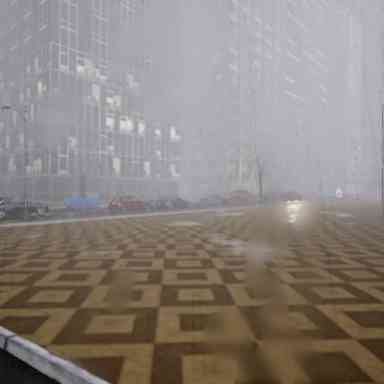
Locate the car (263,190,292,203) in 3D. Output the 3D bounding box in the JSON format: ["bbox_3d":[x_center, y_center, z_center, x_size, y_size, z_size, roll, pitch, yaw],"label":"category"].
[{"bbox_3d":[13.086,0.757,52.137,2.192,1.841,5.009,2,1,41],"label":"car"}]

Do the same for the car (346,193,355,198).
[{"bbox_3d":[35.659,0.770,77.742,2.008,1.369,4.403,2,1,41],"label":"car"}]

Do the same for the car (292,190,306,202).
[{"bbox_3d":[16.849,0.720,56.403,2.192,1.841,5.009,2,1,41],"label":"car"}]

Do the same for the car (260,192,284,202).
[{"bbox_3d":[13.794,0.860,57.005,1.882,1.535,5.008,1,1,42],"label":"car"}]

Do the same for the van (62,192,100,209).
[{"bbox_3d":[-12.089,0.867,36.441,1.690,1.788,3.998,2,1,41],"label":"van"}]

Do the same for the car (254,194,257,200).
[{"bbox_3d":[10.573,0.869,61.965,1.947,1.339,4.313,2,1,41],"label":"car"}]

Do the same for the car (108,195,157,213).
[{"bbox_3d":[-5.635,1.071,30.726,1.967,1.590,4.097,2,1,41],"label":"car"}]

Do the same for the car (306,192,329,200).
[{"bbox_3d":[24.484,0.854,65.068,1.752,1.417,4.829,2,1,41],"label":"car"}]

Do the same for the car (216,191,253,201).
[{"bbox_3d":[6.193,0.951,48.332,2.128,1.511,4.902,1,1,42],"label":"car"}]

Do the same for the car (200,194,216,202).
[{"bbox_3d":[3.047,0.943,53.431,1.947,1.339,4.313,2,1,41],"label":"car"}]

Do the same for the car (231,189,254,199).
[{"bbox_3d":[7.370,0.608,54.268,2.150,2.045,5.566,1,1,41],"label":"car"}]

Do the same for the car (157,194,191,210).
[{"bbox_3d":[-1.917,1.158,35.032,1.947,1.339,4.313,2,1,41],"label":"car"}]

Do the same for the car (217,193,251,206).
[{"bbox_3d":[5.558,1.099,43.608,1.802,1.307,4.206,2,1,41],"label":"car"}]

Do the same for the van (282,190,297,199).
[{"bbox_3d":[21.864,0.532,74.761,1.690,1.788,3.998,2,1,41],"label":"van"}]

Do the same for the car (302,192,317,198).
[{"bbox_3d":[29.387,0.683,83.300,1.947,1.339,4.313,2,1,41],"label":"car"}]

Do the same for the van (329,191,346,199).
[{"bbox_3d":[31.899,0.597,73.472,1.690,1.788,3.998,2,1,41],"label":"van"}]

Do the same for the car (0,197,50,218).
[{"bbox_3d":[-13.644,1.147,25.907,2.128,1.511,4.902,1,1,41],"label":"car"}]

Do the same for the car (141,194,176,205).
[{"bbox_3d":[-4.483,0.997,44.904,1.887,1.381,4.507,2,1,41],"label":"car"}]
